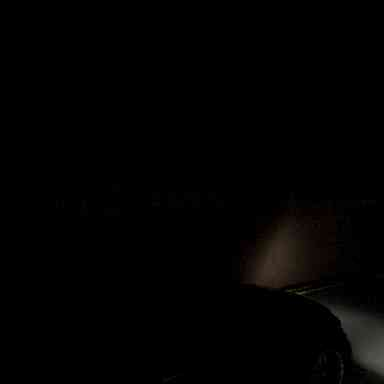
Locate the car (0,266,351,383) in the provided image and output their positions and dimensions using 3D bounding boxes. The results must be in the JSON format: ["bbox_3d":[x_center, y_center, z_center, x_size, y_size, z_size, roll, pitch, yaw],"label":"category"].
[{"bbox_3d":[-0.385,1.510,3.281,4.674,1.442,1.812,0,0,-34],"label":"car"}]
